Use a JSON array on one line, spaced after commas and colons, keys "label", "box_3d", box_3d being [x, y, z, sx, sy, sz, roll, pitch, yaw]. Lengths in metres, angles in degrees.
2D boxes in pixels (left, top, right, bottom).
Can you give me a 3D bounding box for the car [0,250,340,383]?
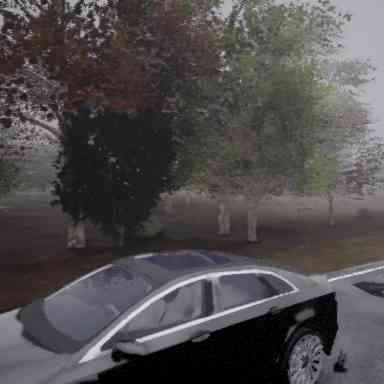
[{"label": "car", "box_3d": [-0.388, 1.485, 3.631, 4.902, 1.511, 2.128, 0, 0, -35]}]
